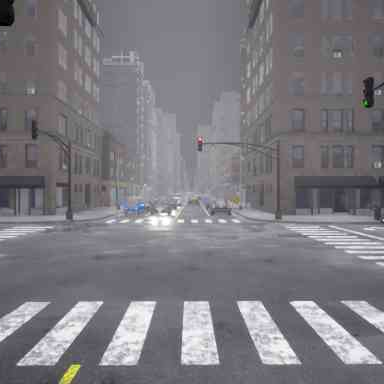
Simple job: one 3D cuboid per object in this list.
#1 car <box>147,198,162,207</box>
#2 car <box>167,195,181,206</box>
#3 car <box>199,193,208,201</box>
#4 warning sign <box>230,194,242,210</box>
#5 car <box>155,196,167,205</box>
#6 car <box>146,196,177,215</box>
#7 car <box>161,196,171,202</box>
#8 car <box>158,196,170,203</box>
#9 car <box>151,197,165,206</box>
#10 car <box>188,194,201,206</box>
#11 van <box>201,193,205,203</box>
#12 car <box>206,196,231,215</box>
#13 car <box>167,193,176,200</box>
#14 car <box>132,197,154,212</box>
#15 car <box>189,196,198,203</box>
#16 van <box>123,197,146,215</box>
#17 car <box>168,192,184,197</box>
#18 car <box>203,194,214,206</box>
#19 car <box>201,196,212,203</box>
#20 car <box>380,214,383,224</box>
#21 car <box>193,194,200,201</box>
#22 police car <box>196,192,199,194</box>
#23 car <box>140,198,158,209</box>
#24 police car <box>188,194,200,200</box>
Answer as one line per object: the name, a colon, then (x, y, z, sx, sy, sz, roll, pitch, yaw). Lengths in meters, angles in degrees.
car: (-5.690, 1.585, 50.381, 1.802, 1.307, 4.206, 0, 0, 0)
car: (-2.953, 1.494, 43.762, 2.128, 1.511, 4.902, 0, 0, 0)
car: (2.951, 1.309, 84.372, 2.192, 1.841, 5.009, 0, 0, 0)
warning sign: (5.199, 1.118, 39.336, 1.300, 1.860, 1.060, 0, 0, 0)
car: (-5.652, 1.527, 61.548, 1.752, 1.417, 4.829, 0, 0, 0)
car: (-2.993, 1.493, 33.517, 2.128, 1.511, 4.902, 0, 0, 0)
car: (-5.613, 1.543, 73.054, 1.887, 1.381, 4.507, 0, 0, 0)
car: (-5.632, 1.566, 67.386, 1.947, 1.339, 4.313, 0, 0, 0)
car: (-5.671, 1.568, 56.050, 1.947, 1.339, 4.313, 0, 0, 0)
car: (0.286, 1.529, 56.111, 1.812, 1.442, 4.674, 0, 0, 0)
van: (2.855, 1.344, 56.026, 1.690, 1.788, 3.998, 0, 0, 0)
car: (2.778, 1.442, 33.350, 1.967, 1.590, 4.097, 0, 0, 0)
car: (-5.555, 1.306, 90.059, 2.192, 1.841, 5.009, 0, 0, 0)
car: (-5.729, 1.443, 39.045, 1.967, 1.590, 4.097, 0, 0, 0)
car: (0.286, 1.601, 69.163, 1.895, 1.301, 4.718, 0, 0, 1)
van: (-5.748, 1.343, 33.376, 1.690, 1.788, 3.998, 0, 0, 0)
car: (-2.904, 1.224, 54.492, 2.150, 2.045, 5.566, 0, 0, 0)
car: (2.816, 1.443, 44.688, 1.967, 1.590, 4.097, 0, 0, 0)
car: (2.894, 1.551, 67.365, 2.008, 1.369, 4.403, 0, 0, 0)
car: (14.355, 1.520, 20.697, 4.892, 1.490, 1.837, 0, 0, 0)
car: (1.088, 1.448, 89.541, 1.801, 1.575, 5.366, 0, 0, 0)
police car: (1.064, 1.421, 79.446, 1.930, 1.638, 5.238, 0, 0, -1)
car: (-5.709, 1.569, 44.713, 1.947, 1.339, 4.313, 0, 0, 0)
police car: (0.595, 1.414, 95.369, 1.930, 1.638, 5.238, 0, 0, -16)
